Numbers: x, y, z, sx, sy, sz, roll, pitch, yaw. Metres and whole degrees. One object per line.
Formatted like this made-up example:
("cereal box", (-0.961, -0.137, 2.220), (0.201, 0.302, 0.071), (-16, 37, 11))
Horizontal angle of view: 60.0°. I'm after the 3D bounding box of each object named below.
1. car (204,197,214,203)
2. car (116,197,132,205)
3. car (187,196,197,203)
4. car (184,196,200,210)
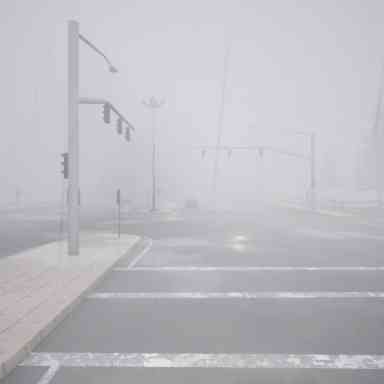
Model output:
("car", (3.441, 1.601, 68.949), (1.895, 1.301, 4.718), (0, 0, 0))
("car", (-11.609, 1.525, 56.826), (1.812, 1.442, 4.674), (0, 0, 0))
("car", (-0.059, 1.564, 68.915), (1.994, 1.385, 4.181), (0, 0, 0))
("car", (-0.037, 1.526, 43.480), (1.812, 1.442, 4.674), (0, 0, 0))
